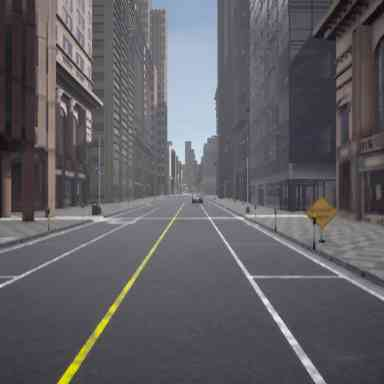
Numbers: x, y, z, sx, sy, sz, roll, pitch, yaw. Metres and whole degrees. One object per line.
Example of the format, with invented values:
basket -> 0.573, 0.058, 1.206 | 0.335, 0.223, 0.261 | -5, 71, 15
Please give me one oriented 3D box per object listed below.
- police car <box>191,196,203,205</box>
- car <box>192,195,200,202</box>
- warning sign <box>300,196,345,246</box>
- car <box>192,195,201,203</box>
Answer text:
police car -> 0.900, 1.423, 58.104 | 1.930, 1.638, 5.238 | 0, 0, 0
car -> 0.901, 1.527, 73.994 | 1.812, 1.442, 4.674 | 0, 0, 0
warning sign -> 5.059, 1.101, 13.002 | 1.300, 1.860, 1.060 | -1, -1, 0
car -> 0.900, 1.475, 67.993 | 1.882, 1.535, 5.008 | 0, 0, 0
